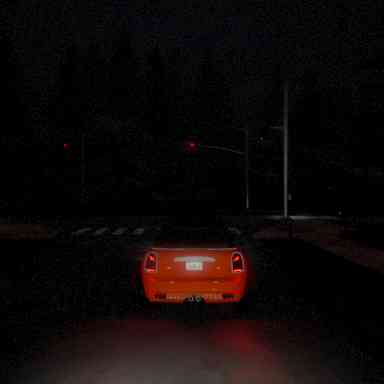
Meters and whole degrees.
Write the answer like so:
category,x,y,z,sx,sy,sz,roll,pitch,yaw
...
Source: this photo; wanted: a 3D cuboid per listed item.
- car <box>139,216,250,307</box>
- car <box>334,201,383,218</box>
category,x,y,z,sx,sy,sz,roll,pitch,yaw
car,0.050,1.352,8.115,2.097,1.767,4.553,0,0,0
car,14.342,1.437,27.357,4.718,1.301,1.895,0,0,0
